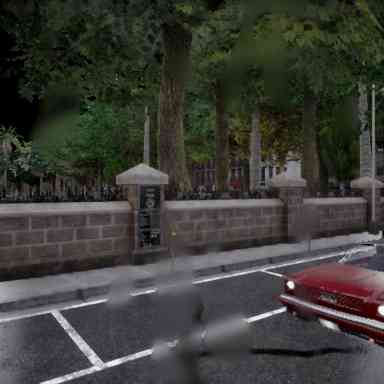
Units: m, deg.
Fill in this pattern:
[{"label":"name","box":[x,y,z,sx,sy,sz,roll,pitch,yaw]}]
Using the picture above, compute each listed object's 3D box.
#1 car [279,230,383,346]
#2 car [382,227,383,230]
[{"label":"car","box":[3.774,1.600,6.081,4.718,1.301,1.895,0,0,-35]},{"label":"car","box":[9.786,1.310,13.538,5.009,1.841,2.192,0,0,-36]}]
